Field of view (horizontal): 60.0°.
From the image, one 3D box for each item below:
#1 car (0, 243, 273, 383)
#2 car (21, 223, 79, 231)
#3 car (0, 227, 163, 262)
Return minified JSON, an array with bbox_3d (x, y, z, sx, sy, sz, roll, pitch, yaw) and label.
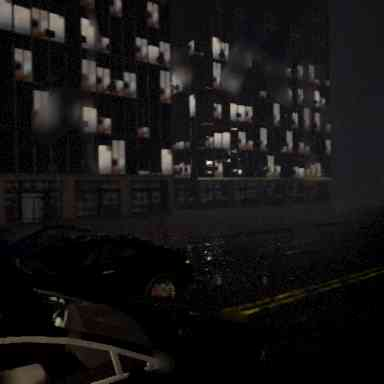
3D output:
[{"bbox_3d":[-1.474,1.490,2.388,4.902,1.511,2.128,0,0,-36],"label":"car"},{"bbox_3d":[-3.916,1.554,8.838,4.181,1.385,1.994,0,0,-35],"label":"car"},{"bbox_3d":[-2.103,1.516,6.139,4.674,1.442,1.812,0,0,-35],"label":"car"}]
